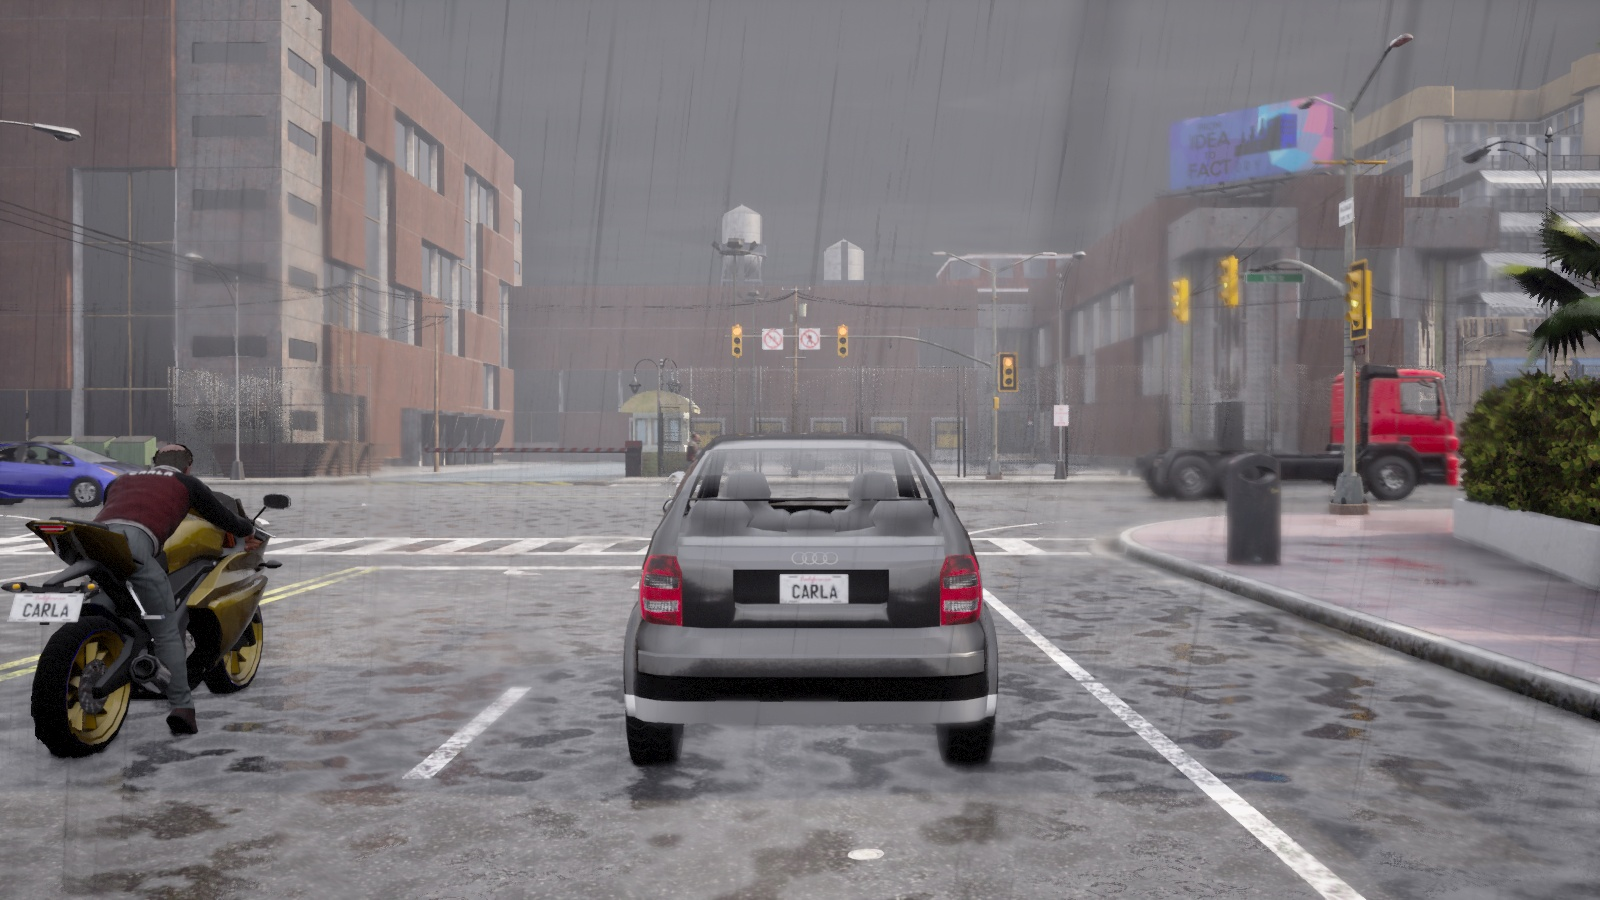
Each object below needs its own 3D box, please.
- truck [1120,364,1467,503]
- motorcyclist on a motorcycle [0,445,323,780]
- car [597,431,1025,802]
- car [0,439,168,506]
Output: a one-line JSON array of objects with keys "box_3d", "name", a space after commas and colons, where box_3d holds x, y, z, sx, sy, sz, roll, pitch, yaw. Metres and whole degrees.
[{"box_3d": [12.707, -0.411, 32.886, 7.936, 3.462, 2.891, 0, 0, 2], "name": "truck"}, {"box_3d": [-3.454, 0.740, 6.842, 0.866, 1.530, 2.191, 0, 0, 0], "name": "motorcyclist on a motorcycle"}, {"box_3d": [0.051, 0.685, 7.106, 1.789, 1.549, 3.705, 0, 0, 0], "name": "car"}, {"box_3d": [-17.806, 0.510, 29.900, 4.514, 1.525, 2.007, 0, 0, 1], "name": "car"}]
